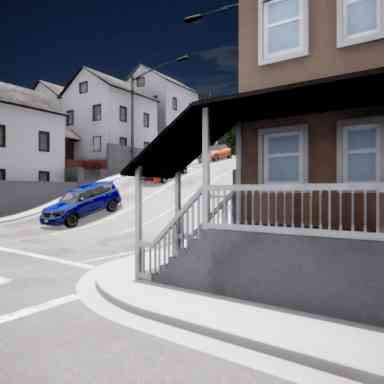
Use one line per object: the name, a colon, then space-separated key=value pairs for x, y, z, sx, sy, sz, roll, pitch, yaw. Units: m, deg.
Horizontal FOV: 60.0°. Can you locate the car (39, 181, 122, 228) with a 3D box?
car: x=-7.147 y=0.726 z=21.784 sx=2.150 sy=2.045 sz=5.566 roll=0 pitch=14 yaw=34

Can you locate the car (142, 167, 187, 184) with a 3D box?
car: x=-2.429 y=-2.003 z=28.712 sx=2.097 sy=1.767 sz=4.553 roll=0 pitch=18 yaw=35

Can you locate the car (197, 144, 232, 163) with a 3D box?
car: x=2.378 y=-4.223 z=35.660 sx=2.097 sy=1.767 sz=4.553 roll=0 pitch=11 yaw=35
